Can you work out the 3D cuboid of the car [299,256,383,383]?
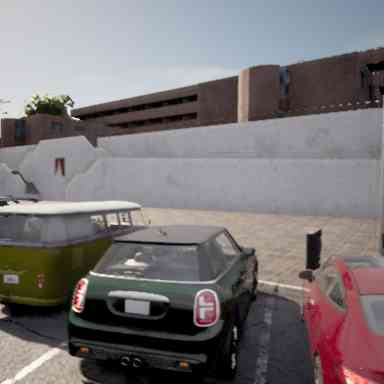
[{"bbox_3d":[2.380,1.528,4.095,2.002,1.452,4.674,0,-1,15],"label":"car"}]

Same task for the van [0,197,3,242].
[{"bbox_3d":[-9.784,1.158,12.643,1.878,1.987,4.442,1,0,15],"label":"van"}]

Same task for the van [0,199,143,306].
[{"bbox_3d":[-2.443,1.222,7.676,1.878,1.987,4.442,0,-1,15],"label":"van"}]

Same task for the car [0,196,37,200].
[{"bbox_3d":[-7.331,1.154,10.997,2.435,2.045,5.566,1,0,15],"label":"car"}]

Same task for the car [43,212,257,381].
[{"bbox_3d":[-0.053,1.341,5.801,2.185,1.767,4.553,0,-1,15],"label":"car"}]
